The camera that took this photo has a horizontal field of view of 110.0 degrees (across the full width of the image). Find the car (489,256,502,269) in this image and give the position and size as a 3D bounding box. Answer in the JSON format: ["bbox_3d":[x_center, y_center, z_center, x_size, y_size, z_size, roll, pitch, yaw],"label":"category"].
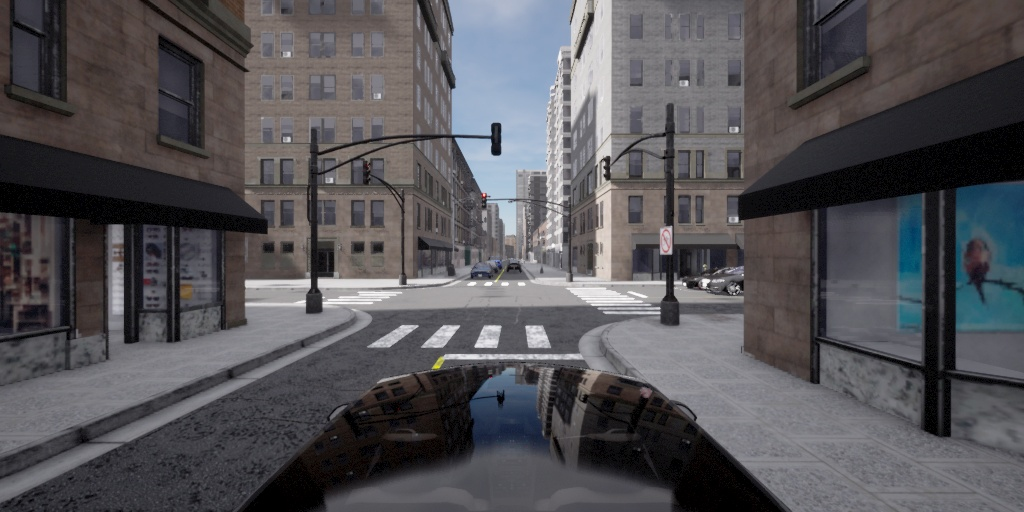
[{"bbox_3d":[-2.635,0.999,54.082,2.150,2.045,5.566,0,0,0],"label":"car"}]

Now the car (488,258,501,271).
[{"bbox_3d":[-2.684,1.289,43.749,1.812,1.442,4.674,0,0,0],"label":"car"}]

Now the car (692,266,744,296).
[{"bbox_3d":[12.541,1.245,18.769,4.902,1.511,2.128,0,0,0],"label":"car"}]

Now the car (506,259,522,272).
[{"bbox_3d":[0.277,1.273,47.636,1.837,1.490,4.892,0,0,0],"label":"car"}]

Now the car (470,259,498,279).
[{"bbox_3d":[-2.727,1.302,33.461,2.033,1.411,5.357,0,0,0],"label":"car"}]

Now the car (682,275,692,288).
[{"bbox_3d":[12.443,1.311,21.308,4.313,1.339,1.948,0,0,0],"label":"car"}]
